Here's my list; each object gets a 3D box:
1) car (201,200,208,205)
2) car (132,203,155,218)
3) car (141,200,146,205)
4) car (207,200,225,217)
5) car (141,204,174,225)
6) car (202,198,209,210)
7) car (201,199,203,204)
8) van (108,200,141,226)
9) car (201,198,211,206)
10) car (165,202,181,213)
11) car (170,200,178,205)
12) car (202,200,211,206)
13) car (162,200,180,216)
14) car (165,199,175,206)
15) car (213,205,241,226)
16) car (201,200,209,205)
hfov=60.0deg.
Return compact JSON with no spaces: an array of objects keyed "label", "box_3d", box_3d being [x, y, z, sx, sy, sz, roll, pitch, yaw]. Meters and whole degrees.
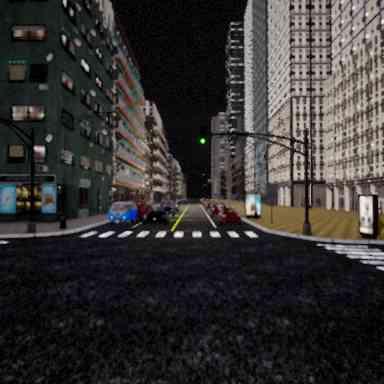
[{"label":"car","box_3d":[3.431,2.813,92.731,1.802,1.307,4.206,0,-1,0]},{"label":"car","box_3d":[-5.379,2.036,37.528,1.887,1.381,4.507,0,-1,0]},{"label":"car","box_3d":[-5.420,1.735,32.003,2.192,1.841,5.009,0,-1,0]},{"label":"car","box_3d":[3.003,1.922,37.463,1.967,1.590,4.097,0,-1,0]},{"label":"car","box_3d":[-2.873,1.922,27.478,1.994,1.385,4.181,0,-1,0]},{"label":"car","box_3d":[3.131,2.142,54.044,1.967,1.590,4.097,0,-1,0]},{"label":"car","box_3d":[3.216,2.402,65.096,2.008,1.369,4.403,0,-1,0]},{"label":"van","box_3d":[-5.463,1.689,26.476,1.690,1.788,3.998,0,-1,0]},{"label":"car","box_3d":[3.347,2.393,81.680,2.192,1.841,5.009,0,-1,0]},{"label":"car","box_3d":[-2.704,2.176,48.138,2.033,1.411,5.357,0,-1,1]},{"label":"car","box_3d":[-4.949,2.806,92.796,1.947,1.339,4.313,0,-1,0]},{"label":"car","box_3d":[3.302,2.584,76.149,1.802,1.307,4.206,0,-1,0]},{"label":"car","box_3d":[-2.795,1.980,37.501,2.128,1.511,4.902,0,-1,0]},{"label":"car","box_3d":[-5.077,2.451,76.217,1.967,1.590,4.097,0,-1,0]},{"label":"car","box_3d":[2.916,1.920,26.407,1.802,1.307,4.206,0,-1,0]},{"label":"car","box_3d":[3.388,2.705,87.203,2.008,1.369,4.403,0,-1,0]}]
